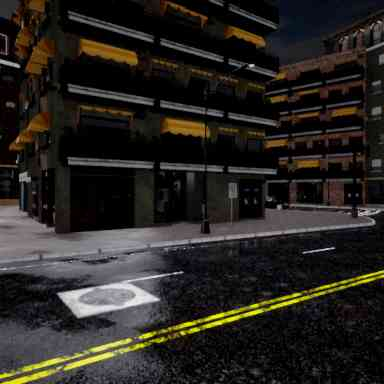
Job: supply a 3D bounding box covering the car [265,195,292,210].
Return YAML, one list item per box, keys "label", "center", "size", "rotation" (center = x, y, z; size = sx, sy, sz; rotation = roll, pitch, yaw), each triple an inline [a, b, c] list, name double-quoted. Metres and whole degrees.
- label: "car"
  center: [8.234, 1.162, 34.887]
  size: [4.403, 1.369, 2.008]
  rotation: [1, 0, 38]

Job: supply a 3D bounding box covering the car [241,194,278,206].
- label: "car"
  center: [9.110, 1.073, 44.868]
  size: [4.403, 1.369, 2.008]
  rotation: [1, 0, 38]
